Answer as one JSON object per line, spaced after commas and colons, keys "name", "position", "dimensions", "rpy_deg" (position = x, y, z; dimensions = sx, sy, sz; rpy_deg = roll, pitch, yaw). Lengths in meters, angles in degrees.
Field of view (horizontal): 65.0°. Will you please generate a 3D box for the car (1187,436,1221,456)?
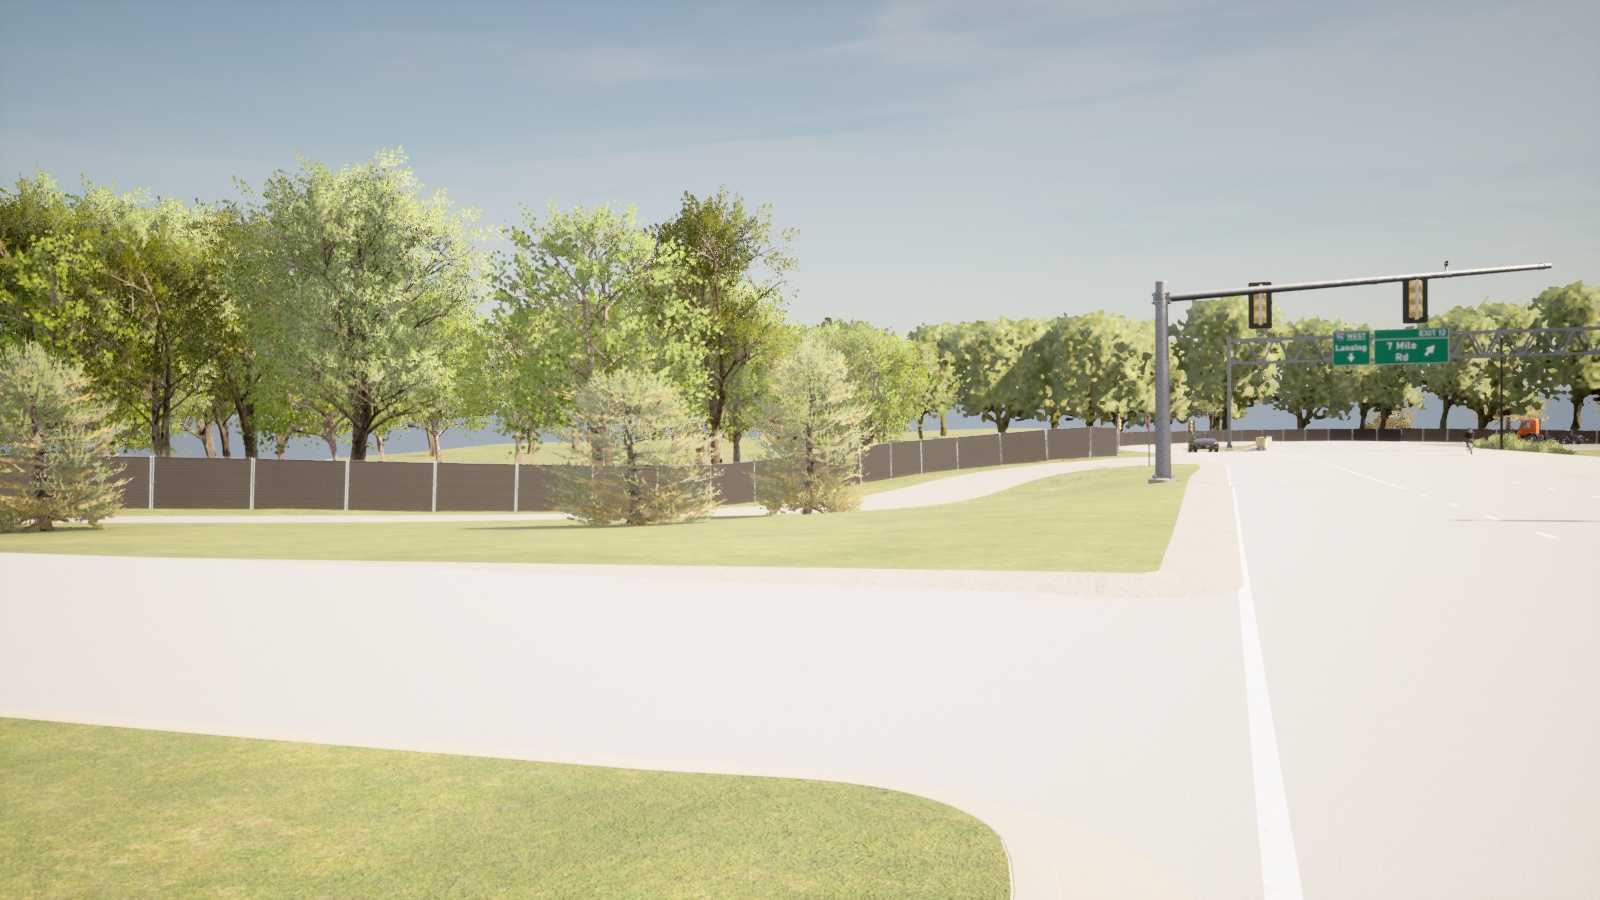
{"name": "car", "position": [30.157, -0.318, 93.842], "dimensions": [1.816, 1.474, 4.193], "rpy_deg": [0, 0, 10]}
